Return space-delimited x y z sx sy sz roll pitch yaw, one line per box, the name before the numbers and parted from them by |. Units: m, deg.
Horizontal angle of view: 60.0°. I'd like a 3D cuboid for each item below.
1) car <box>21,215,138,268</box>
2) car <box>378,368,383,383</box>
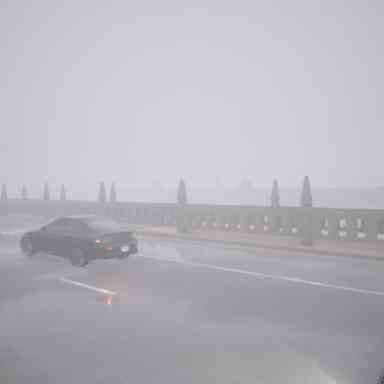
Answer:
car | -3.831 1.492 11.137 4.674 1.442 1.812 0 0 36
car | 3.744 1.560 1.334 5.357 1.411 2.033 0 0 35
